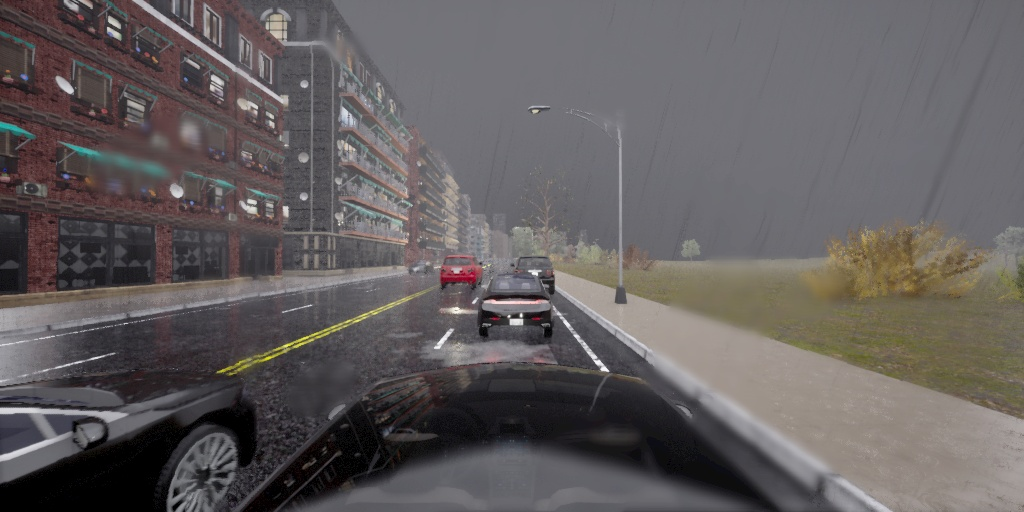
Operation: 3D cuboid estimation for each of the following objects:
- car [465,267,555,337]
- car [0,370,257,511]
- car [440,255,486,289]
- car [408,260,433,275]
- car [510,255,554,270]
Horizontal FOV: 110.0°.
[{"bbox_3d":[0.090,1.243,10.318,2.128,1.511,4.902,0,0,0],"label":"car"},{"bbox_3d":[-3.149,1.241,1.162,2.128,1.511,4.902,0,0,0],"label":"car"},{"bbox_3d":[-3.178,0.976,23.232,2.150,2.045,5.566,0,0,0],"label":"car"},{"bbox_3d":[-9.896,1.243,39.133,2.128,1.511,4.902,0,0,0],"label":"car"},{"bbox_3d":[1.115,0.977,20.189,2.150,2.045,5.566,0,0,0],"label":"car"}]
